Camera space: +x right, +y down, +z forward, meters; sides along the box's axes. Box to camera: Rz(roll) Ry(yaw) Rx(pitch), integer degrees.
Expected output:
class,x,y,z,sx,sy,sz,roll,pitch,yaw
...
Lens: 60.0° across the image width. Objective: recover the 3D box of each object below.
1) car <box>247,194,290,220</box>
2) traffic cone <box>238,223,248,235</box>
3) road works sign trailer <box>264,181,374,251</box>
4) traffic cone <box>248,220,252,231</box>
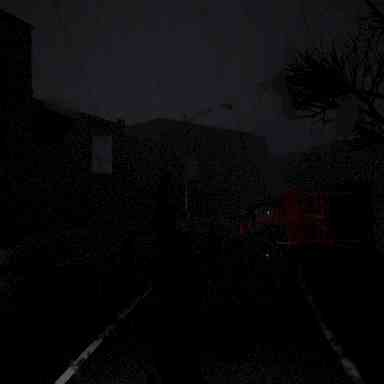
class,x,y,z,sx,sy,sz,roll,pitch,yaw
car,6.742,1.207,27.596,2.150,2.045,5.566,1,0,40
traffic cone,2.626,1.945,17.684,0.340,0.580,0.340,1,0,23
road works sign trailer,4.691,0.943,12.357,2.880,2.380,3.560,-2,-2,-45
traffic cone,3.407,1.946,19.525,0.340,0.580,0.340,1,0,23
